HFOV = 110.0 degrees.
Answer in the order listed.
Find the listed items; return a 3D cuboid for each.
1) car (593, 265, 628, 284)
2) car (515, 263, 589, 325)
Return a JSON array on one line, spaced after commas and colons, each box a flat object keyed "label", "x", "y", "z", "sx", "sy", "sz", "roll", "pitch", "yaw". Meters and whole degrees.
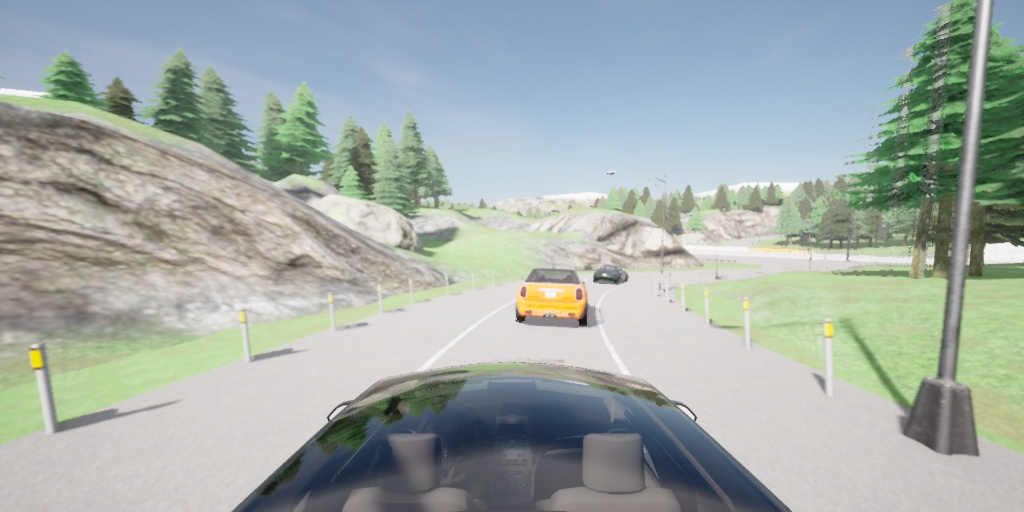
[{"label": "car", "x": 8.019, "y": 1.427, "z": 28.898, "sx": 1.994, "sy": 1.385, "sz": 4.181, "roll": 3, "pitch": 1, "yaw": 30}, {"label": "car", "x": 1.482, "y": 1.102, "z": 12.109, "sx": 2.097, "sy": 1.767, "sz": 4.553, "roll": 1, "pitch": 0, "yaw": 11}]
